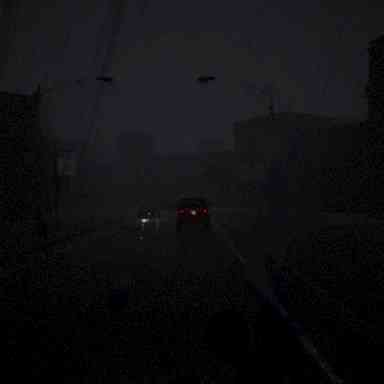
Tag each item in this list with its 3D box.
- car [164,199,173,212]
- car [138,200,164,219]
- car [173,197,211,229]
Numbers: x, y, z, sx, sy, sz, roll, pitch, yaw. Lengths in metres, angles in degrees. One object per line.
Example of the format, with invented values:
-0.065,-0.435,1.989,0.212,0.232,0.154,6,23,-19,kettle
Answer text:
-2.773,1.601,41.383,2.128,1.511,4.902,-1,1,-24,car
-3.888,1.718,31.169,1.994,1.385,4.181,0,0,-4,car
0.090,1.357,22.894,2.150,2.045,5.566,0,0,0,car
